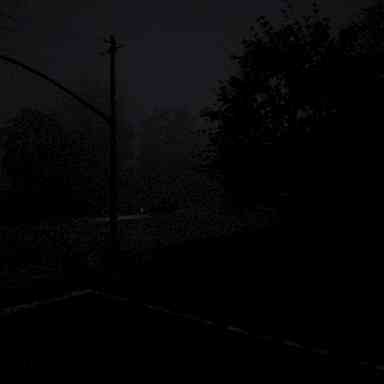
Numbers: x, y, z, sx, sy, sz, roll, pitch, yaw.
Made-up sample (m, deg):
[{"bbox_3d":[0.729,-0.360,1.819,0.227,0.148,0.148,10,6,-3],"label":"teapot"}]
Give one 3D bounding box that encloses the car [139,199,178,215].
[{"bbox_3d":[-3.571,1.559,35.533,2.128,1.511,4.902,-1,1,38],"label":"car"}]
